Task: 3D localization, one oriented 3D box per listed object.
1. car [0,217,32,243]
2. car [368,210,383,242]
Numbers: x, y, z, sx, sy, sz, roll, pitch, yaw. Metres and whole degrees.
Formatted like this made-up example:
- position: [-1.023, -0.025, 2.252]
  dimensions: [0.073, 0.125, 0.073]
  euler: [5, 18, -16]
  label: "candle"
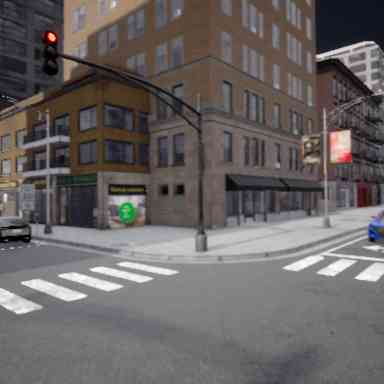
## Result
- position: [-9.744, 1.919, 17.003]
  dimensions: [4.313, 1.339, 1.947]
  euler: [-1, -1, 41]
  label: "car"
- position: [10.018, 1.526, 16.127]
  dimensions: [1.882, 1.535, 5.008]
  euler: [-1, -1, 41]
  label: "car"
